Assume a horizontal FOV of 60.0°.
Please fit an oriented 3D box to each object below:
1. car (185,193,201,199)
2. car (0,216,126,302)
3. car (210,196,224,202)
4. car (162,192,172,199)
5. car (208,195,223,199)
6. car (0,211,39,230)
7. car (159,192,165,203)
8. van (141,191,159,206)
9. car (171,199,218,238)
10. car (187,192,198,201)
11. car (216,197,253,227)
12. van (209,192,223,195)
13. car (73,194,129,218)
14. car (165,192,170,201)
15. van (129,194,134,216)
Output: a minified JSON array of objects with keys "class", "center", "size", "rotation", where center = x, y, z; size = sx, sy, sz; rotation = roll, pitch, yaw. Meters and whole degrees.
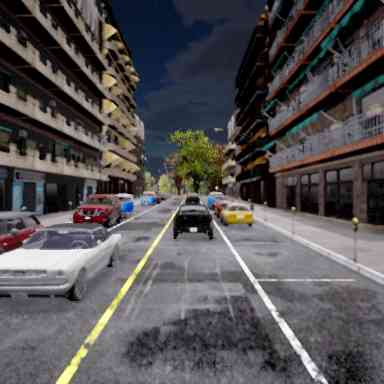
[{"class":"car","center":[0.102,1.044,43.547],"size":[1.837,1.490,4.892],"rotation":[0,0,0]},{"class":"car","center":[-3.100,1.512,8.151],"size":[1.895,1.301,4.718],"rotation":[0,1,0]},{"class":"car","center":[2.706,1.265,26.295],"size":[1.887,1.381,4.507],"rotation":[1,1,0]},{"class":"car","center":[-5.768,0.752,77.283],"size":[2.008,1.369,4.403],"rotation":[1,1,0]},{"class":"car","center":[2.711,1.227,31.957],"size":[1.947,1.339,4.313],"rotation":[1,1,0]},{"class":"car","center":[-5.677,1.339,9.350],"size":[1.967,1.590,4.097],"rotation":[1,1,0]},{"class":"car","center":[-5.673,0.800,48.977],"size":[2.192,1.841,5.009],"rotation":[1,1,0]},{"class":"van","center":[-5.674,0.884,43.316],"size":[1.690,1.788,3.998],"rotation":[1,1,0]},{"class":"car","center":[0.043,1.328,16.560],"size":[1.837,1.490,4.892],"rotation":[0,1,0]},{"class":"car","center":[0.105,0.838,61.185],"size":[1.882,1.535,5.008],"rotation":[0,1,0]},{"class":"car","center":[2.704,1.304,20.804],"size":[1.752,1.417,4.829],"rotation":[1,1,0]},{"class":"van","center":[2.693,0.943,37.616],"size":[1.690,1.788,3.998],"rotation":[1,1,0]},{"class":"car","center":[-5.674,1.094,20.671],"size":[2.192,1.841,5.009],"rotation":[1,1,0]},{"class":"car","center":[-5.676,0.936,60.303],"size":[1.947,1.339,4.313],"rotation":[1,1,0]},{"class":"van","center":[-5.674,1.061,26.332],"size":[1.690,1.788,3.998],"rotation":[1,1,0]}]
